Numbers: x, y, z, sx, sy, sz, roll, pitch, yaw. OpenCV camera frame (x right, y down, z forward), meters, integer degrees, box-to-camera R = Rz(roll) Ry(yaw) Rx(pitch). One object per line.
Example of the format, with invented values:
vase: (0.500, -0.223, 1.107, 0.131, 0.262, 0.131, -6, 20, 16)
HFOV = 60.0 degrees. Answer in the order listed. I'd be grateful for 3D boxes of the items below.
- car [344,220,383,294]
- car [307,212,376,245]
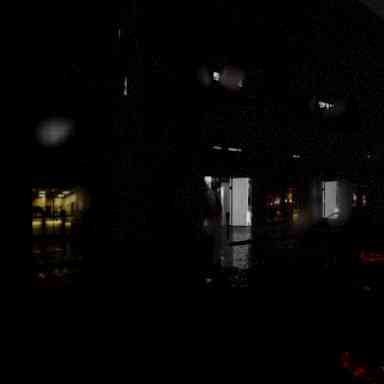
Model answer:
car: (5.766, 1.478, 7.547, 5.008, 1.535, 1.882, 0, 0, -36)
car: (7.172, 1.583, 15.538, 4.206, 1.307, 1.802, 0, 0, -35)
